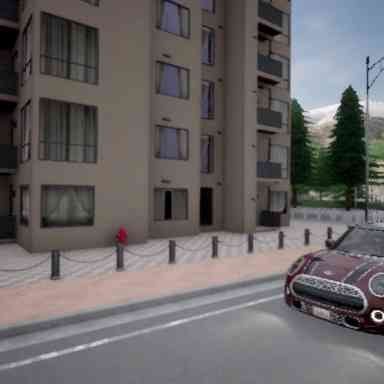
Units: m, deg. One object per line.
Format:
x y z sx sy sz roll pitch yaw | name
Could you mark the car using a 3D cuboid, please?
3.995 1.453 6.862 4.553 1.767 2.097 1 -1 -36 | car
